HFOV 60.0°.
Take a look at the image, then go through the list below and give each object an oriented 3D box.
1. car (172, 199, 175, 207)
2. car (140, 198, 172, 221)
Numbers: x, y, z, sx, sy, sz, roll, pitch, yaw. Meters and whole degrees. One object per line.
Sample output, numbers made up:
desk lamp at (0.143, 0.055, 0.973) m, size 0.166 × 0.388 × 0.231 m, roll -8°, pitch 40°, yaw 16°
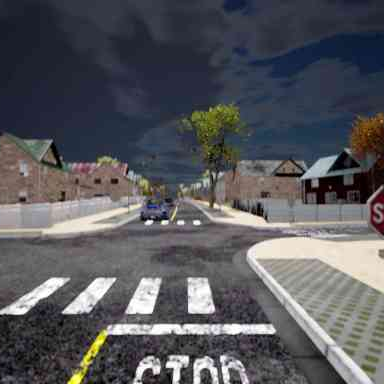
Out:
car at (-3.768, 1.683, 53.100) m, size 1.812 × 1.442 × 4.674 m, roll 0°, pitch 0°, yaw -2°
car at (-3.030, 1.343, 27.707) m, size 2.097 × 1.767 × 4.553 m, roll 0°, pitch -1°, yaw -1°
